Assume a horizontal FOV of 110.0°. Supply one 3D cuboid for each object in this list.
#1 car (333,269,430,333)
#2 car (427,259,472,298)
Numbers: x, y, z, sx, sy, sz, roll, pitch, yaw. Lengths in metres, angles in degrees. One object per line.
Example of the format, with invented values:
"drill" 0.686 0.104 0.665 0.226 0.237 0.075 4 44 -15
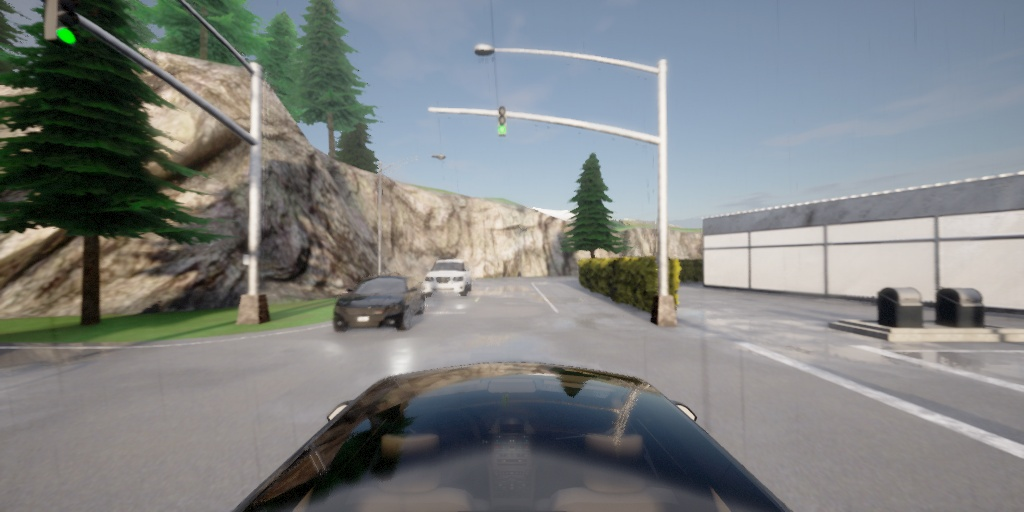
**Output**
"car" -3.999 1.352 11.510 1.882 1.535 5.008 0 -1 -6
"car" -3.565 1.215 20.812 2.150 2.045 5.566 0 -1 -2
